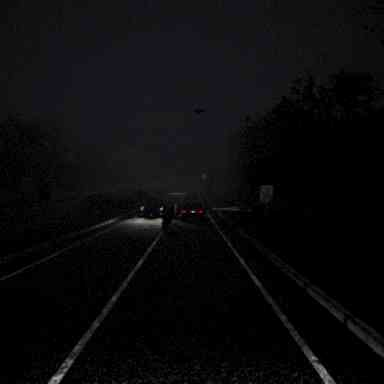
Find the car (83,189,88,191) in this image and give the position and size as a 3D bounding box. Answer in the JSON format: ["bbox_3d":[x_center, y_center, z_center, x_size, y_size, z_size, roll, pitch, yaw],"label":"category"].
[{"bbox_3d":[-23.018,0.557,63.090,4.892,1.521,2.231,0,1,0],"label":"car"}]

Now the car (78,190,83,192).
[{"bbox_3d":[-23.040,0.637,60.173,5.008,1.535,2.097,0,1,0],"label":"car"}]

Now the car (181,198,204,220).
[{"bbox_3d":[0.056,1.509,27.431,2.033,1.411,5.357,0,0,0],"label":"car"}]

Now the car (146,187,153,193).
[{"bbox_3d":[-9.933,0.513,60.256,4.553,1.767,2.185,0,2,0],"label":"car"}]

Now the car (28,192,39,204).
[{"bbox_3d":[-23.171,0.929,43.439,4.674,1.452,2.002,0,0,0],"label":"car"}]

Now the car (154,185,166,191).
[{"bbox_3d":[-9.778,-0.319,85.322,4.674,1.452,2.002,0,3,0],"label":"car"}]

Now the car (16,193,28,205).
[{"bbox_3d":[-23.191,0.939,40.655,4.674,1.452,2.002,0,0,0],"label":"car"}]

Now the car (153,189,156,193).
[{"bbox_3d":[-9.915,0.591,63.046,4.792,1.488,2.163,0,2,0],"label":"car"}]

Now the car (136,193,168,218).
[{"bbox_3d":[-3.331,1.291,29.542,2.097,1.767,4.553,0,1,0],"label":"car"}]

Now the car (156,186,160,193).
[{"bbox_3d":[-9.914,0.154,71.392,4.553,1.767,2.185,0,2,0],"label":"car"}]

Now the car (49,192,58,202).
[{"bbox_3d":[-23.312,0.841,49.144,5.366,1.575,1.946,0,1,0],"label":"car"}]

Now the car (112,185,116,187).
[{"bbox_3d":[-22.856,-0.357,85.251,5.008,1.535,2.097,0,3,0],"label":"car"}]

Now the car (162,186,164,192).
[{"bbox_3d":[-9.817,-0.080,79.755,5.008,1.535,2.097,0,3,0],"label":"car"}]

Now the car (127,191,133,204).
[{"bbox_3d":[-10.137,0.935,40.752,4.792,1.488,2.163,0,0,0],"label":"car"}]

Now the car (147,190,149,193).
[{"bbox_3d":[-9.976,0.797,54.679,4.792,1.488,2.163,0,1,0],"label":"car"}]

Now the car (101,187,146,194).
[{"bbox_3d":[-10.075,0.599,49.108,5.566,2.045,2.435,0,1,0],"label":"car"}]

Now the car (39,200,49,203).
[{"bbox_3d":[-23.175,0.900,46.352,4.792,1.488,2.163,0,0,0],"label":"car"}]

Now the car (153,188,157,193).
[{"bbox_3d":[-9.953,0.506,65.833,4.792,1.488,2.163,0,2,0],"label":"car"}]

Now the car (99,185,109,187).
[{"bbox_3d":[-22.951,-0.202,76.883,5.566,2.045,2.435,0,3,0],"label":"car"}]

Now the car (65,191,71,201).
[{"bbox_3d":[-23.057,0.793,54.594,4.792,1.488,2.163,0,1,0],"label":"car"}]

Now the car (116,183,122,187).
[{"bbox_3d":[-22.792,-0.911,90.922,5.566,2.045,2.435,0,3,0],"label":"car"}]

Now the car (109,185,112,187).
[{"bbox_3d":[-22.913,-0.339,82.463,4.553,1.767,2.185,0,3,0],"label":"car"}]

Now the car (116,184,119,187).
[{"bbox_3d":[-23.026,-0.515,88.156,5.366,1.575,1.946,0,3,0],"label":"car"}]

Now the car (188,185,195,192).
[{"bbox_3d":[-0.140,-0.532,87.519,1.882,1.535,5.008,0,3,0],"label":"car"}]

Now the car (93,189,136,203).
[{"bbox_3d":[-10.118,0.769,43.538,4.553,1.767,2.185,0,0,0],"label":"car"}]

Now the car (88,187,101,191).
[{"bbox_3d":[-22.779,0.276,71.319,5.366,1.575,1.946,0,2,0],"label":"car"}]

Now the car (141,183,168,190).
[{"bbox_3d":[-9.789,-0.758,88.086,5.566,2.045,2.435,0,3,0],"label":"car"}]

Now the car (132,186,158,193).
[{"bbox_3d":[-9.935,0.257,68.614,4.553,1.767,2.185,0,2,0],"label":"car"}]

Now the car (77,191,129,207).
[{"bbox_3d":[-10.099,0.945,37.968,4.792,1.488,2.163,0,0,0],"label":"car"}]

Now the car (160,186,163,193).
[{"bbox_3d":[-9.836,0.048,76.968,5.008,1.535,2.097,0,3,0],"label":"car"}]

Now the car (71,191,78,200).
[{"bbox_3d":[-23.061,0.704,57.384,5.008,1.535,2.097,0,1,0],"label":"car"}]

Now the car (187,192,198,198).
[{"bbox_3d":[0.037,1.140,43.441,2.033,1.411,5.357,0,2,0],"label":"car"}]

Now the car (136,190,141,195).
[{"bbox_3d":[-10.061,0.877,46.317,5.008,1.535,2.097,0,1,0],"label":"car"}]

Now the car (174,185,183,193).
[{"bbox_3d":[-3.390,-0.460,87.186,1.812,1.442,4.674,0,3,0],"label":"car"}]

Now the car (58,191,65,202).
[{"bbox_3d":[-23.291,0.804,51.940,5.366,1.575,1.946,0,1,0],"label":"car"}]

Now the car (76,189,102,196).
[{"bbox_3d":[-22.949,0.168,74.107,5.008,1.535,2.097,0,2,0],"label":"car"}]

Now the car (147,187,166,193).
[{"bbox_3d":[-9.735,-0.656,90.878,5.008,1.535,2.097,0,3,0],"label":"car"}]

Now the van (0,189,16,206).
[{"bbox_3d":[-23.081,0.685,37.979,4.442,1.987,1.878,1,0,0],"label":"van"}]
